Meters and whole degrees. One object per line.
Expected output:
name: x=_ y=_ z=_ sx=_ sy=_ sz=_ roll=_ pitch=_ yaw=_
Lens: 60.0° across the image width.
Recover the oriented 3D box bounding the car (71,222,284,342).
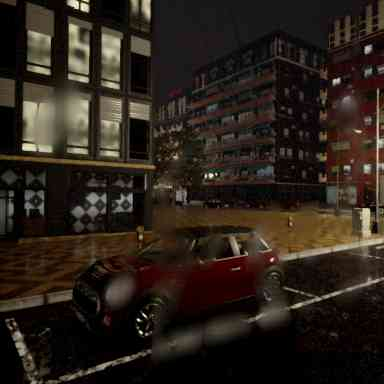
car: x=-0.151 y=1.441 z=6.430 sx=4.097 sy=1.590 sz=1.967 roll=0 pitch=1 yaw=-35

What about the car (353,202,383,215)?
car: x=20.007 y=1.726 z=36.755 sx=1.947 sy=1.339 sz=4.313 roll=1 pitch=-1 yaw=-35

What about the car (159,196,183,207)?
car: x=-3.177 y=1.730 z=55.110 sx=1.887 sy=1.381 sz=4.507 roll=1 pitch=-1 yaw=-35

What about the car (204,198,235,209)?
car: x=3.355 y=1.675 z=45.839 sx=2.008 sy=1.369 sz=4.403 roll=1 pitch=-1 yaw=-35

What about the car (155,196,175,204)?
car: x=-6.121 y=1.720 z=73.842 sx=2.192 sy=1.841 sz=5.009 roll=1 pitch=-1 yaw=-35

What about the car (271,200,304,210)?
car: x=13.475 y=1.803 z=46.025 sx=1.802 sy=1.307 sz=4.206 roll=1 pitch=-1 yaw=-35

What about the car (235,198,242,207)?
car: x=6.943 y=1.722 z=55.298 sx=1.967 sy=1.590 sz=4.097 roll=1 pitch=-1 yaw=-35

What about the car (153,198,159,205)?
car: x=-6.443 y=1.761 z=59.746 sx=1.887 sy=1.381 sz=4.507 roll=1 pitch=-1 yaw=-35

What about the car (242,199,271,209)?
car: x=10.209 y=1.796 z=50.662 sx=1.887 sy=1.381 sz=4.507 roll=1 pitch=-1 yaw=-35
